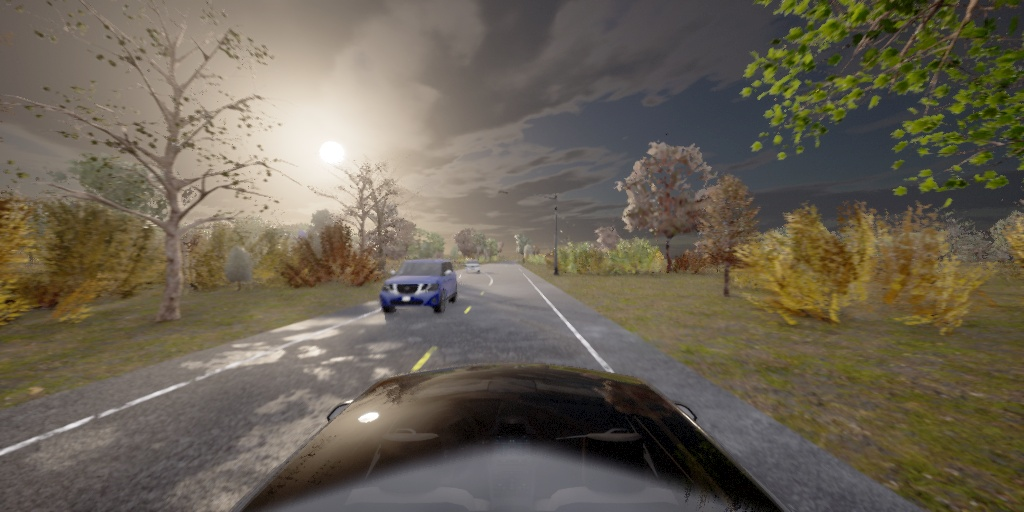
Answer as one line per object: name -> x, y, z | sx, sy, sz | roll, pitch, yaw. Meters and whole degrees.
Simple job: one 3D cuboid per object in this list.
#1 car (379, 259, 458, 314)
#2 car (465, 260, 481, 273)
car -> -3.619, 1.132, 15.017 | 2.150, 2.045, 5.566 | 0, -1, 0
car -> -6.152, 1.581, 56.248 | 2.150, 2.045, 5.566 | 0, 0, -6
